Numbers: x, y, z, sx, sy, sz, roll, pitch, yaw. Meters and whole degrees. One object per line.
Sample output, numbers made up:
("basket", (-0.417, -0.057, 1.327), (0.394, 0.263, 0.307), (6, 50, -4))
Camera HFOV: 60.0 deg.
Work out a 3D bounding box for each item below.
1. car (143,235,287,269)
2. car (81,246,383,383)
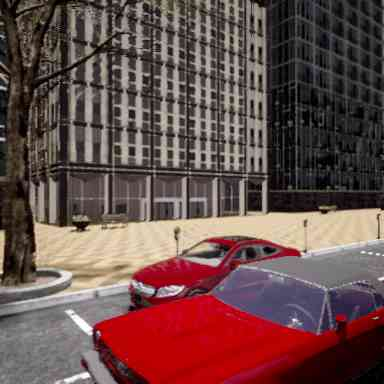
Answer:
("car", (0.733, 1.632, 7.131), (4.206, 1.307, 1.802), (0, 0, -36))
("car", (1.159, 1.630, 4.225), (4.718, 1.301, 1.895), (0, 0, -36))
